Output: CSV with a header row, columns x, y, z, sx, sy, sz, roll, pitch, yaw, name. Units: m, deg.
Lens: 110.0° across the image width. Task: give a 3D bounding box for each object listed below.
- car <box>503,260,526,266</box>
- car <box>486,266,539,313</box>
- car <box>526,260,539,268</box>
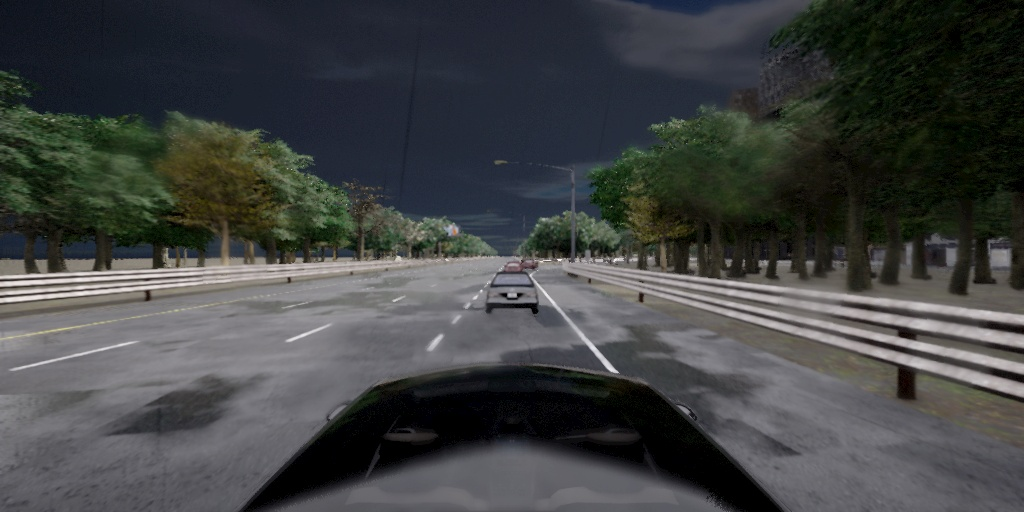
x,y,z,sx,sy,sz,roll,pitch,yaw,name
0.155,1.247,33.870,1.812,1.442,4.674,0,0,2,car
0.008,1.286,13.886,2.033,1.411,5.357,0,0,0,car
2.669,1.231,51.698,1.812,1.442,4.674,0,0,14,car
